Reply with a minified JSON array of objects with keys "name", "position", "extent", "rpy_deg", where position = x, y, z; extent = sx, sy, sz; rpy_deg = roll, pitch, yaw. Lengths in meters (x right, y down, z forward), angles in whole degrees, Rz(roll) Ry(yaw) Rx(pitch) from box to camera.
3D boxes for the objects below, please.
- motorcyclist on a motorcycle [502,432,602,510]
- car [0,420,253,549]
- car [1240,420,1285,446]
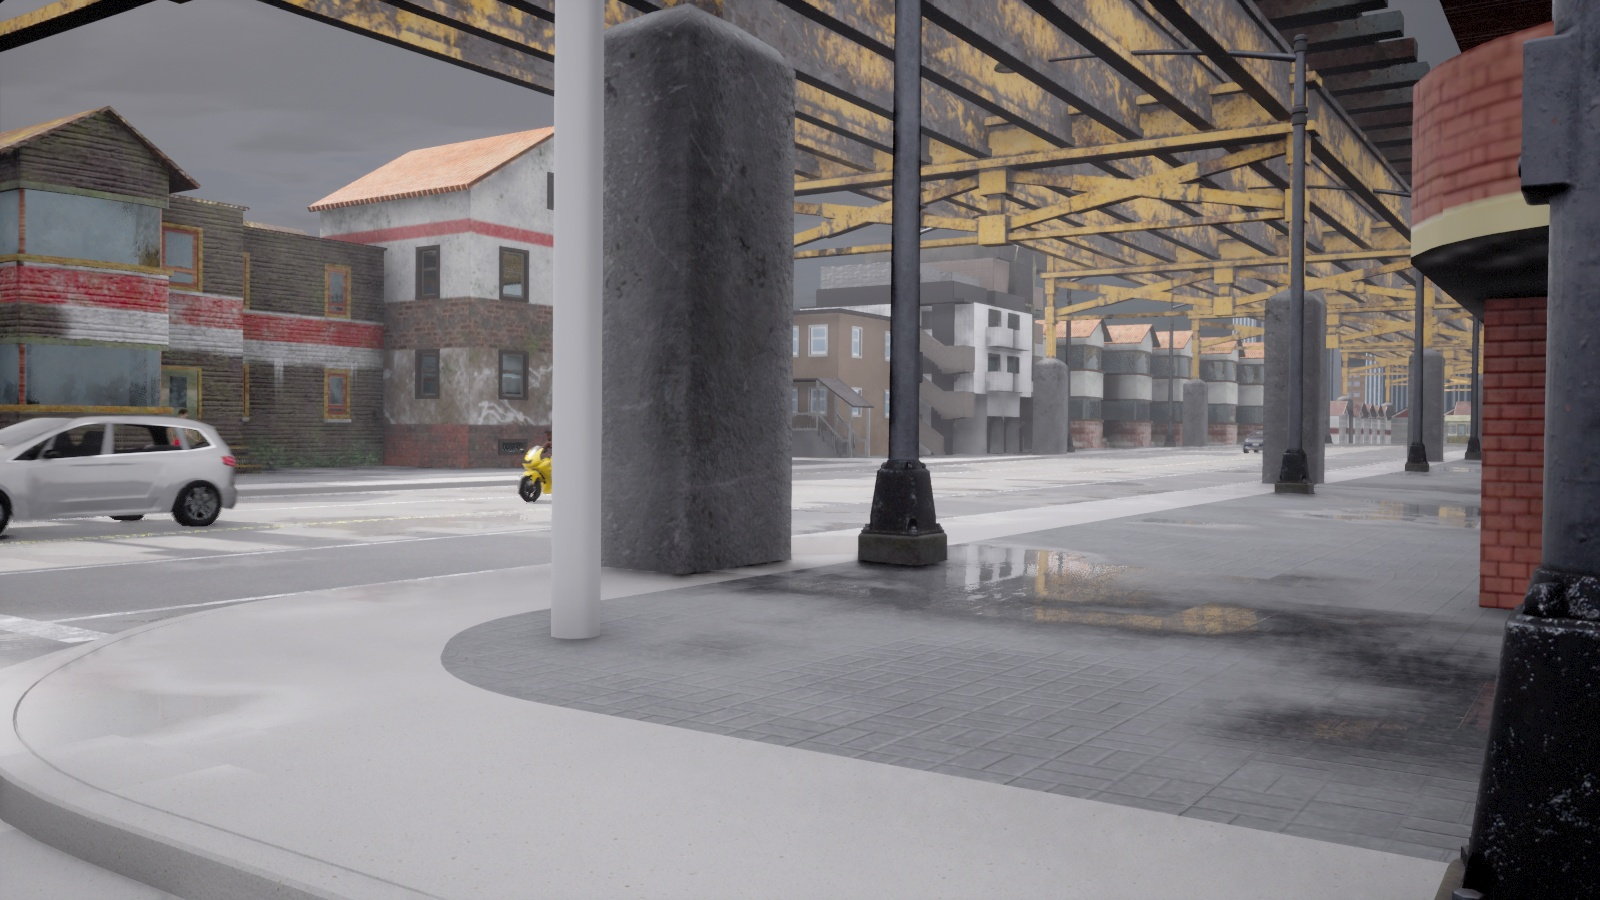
[{"name":"motorcyclist on a motorcycle","position":[-5.120,0.404,26.047],"extent":[0.797,1.523,2.044],"rpy_deg":[0,1,33]},{"name":"car","position":[-10.541,0.430,17.804],"extent":[2.242,1.667,4.611],"rpy_deg":[0,1,33]},{"name":"car","position":[28.330,-1.057,76.917],"extent":[1.789,1.549,3.705],"rpy_deg":[0,2,33]}]
